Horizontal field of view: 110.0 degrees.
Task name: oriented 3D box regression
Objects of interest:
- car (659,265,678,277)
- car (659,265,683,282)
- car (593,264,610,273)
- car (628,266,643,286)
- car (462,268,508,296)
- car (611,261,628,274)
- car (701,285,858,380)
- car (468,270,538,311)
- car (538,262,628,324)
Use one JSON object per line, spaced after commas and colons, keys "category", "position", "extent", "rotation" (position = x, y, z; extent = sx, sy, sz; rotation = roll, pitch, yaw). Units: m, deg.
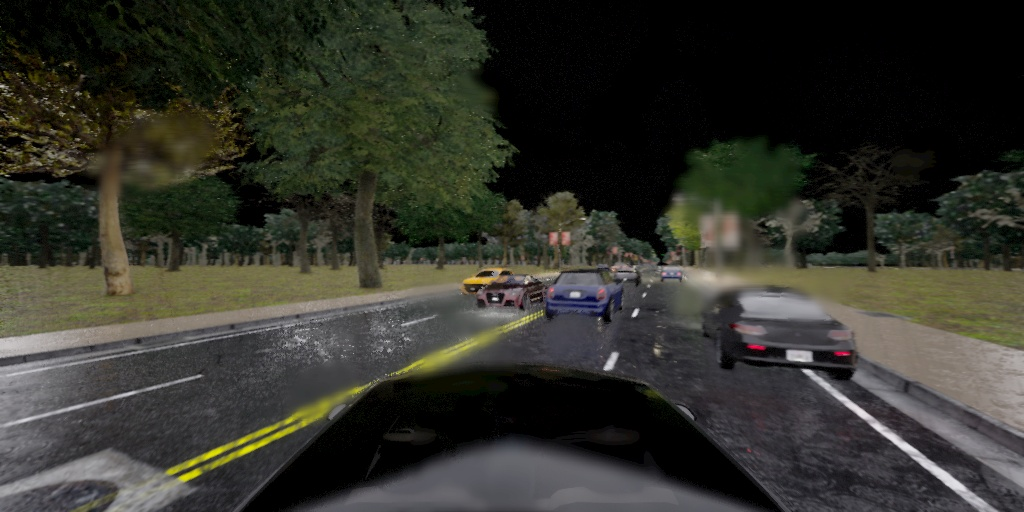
{"category": "car", "position": [18.607, 1.777, 42.665], "extent": [1.895, 1.301, 4.718], "rotation": [-1, -1, 23]}
{"category": "car", "position": [14.529, 1.602, 32.731], "extent": [2.033, 1.411, 5.357], "rotation": [-1, -1, 23]}
{"category": "car", "position": [14.822, 2.050, 59.090], "extent": [1.895, 1.301, 4.718], "rotation": [-1, -1, 23]}
{"category": "car", "position": [9.101, 1.514, 28.104], "extent": [2.128, 1.511, 4.902], "rotation": [-1, -1, 23]}
{"category": "car", "position": [-1.104, 1.472, 21.063], "extent": [1.882, 1.535, 5.008], "rotation": [-1, -1, 23]}
{"category": "car", "position": [16.333, 1.718, 54.325], "extent": [2.097, 1.767, 4.553], "rotation": [-1, -1, 23]}
{"category": "car", "position": [5.081, 1.314, 7.367], "extent": [1.812, 1.442, 4.674], "rotation": [-1, -1, 23]}
{"category": "car", "position": [0.118, 1.483, 15.556], "extent": [1.994, 1.385, 4.181], "rotation": [-1, -1, 23]}
{"category": "car", "position": [2.762, 1.224, 12.946], "extent": [2.097, 1.767, 4.553], "rotation": [-1, -1, 23]}
